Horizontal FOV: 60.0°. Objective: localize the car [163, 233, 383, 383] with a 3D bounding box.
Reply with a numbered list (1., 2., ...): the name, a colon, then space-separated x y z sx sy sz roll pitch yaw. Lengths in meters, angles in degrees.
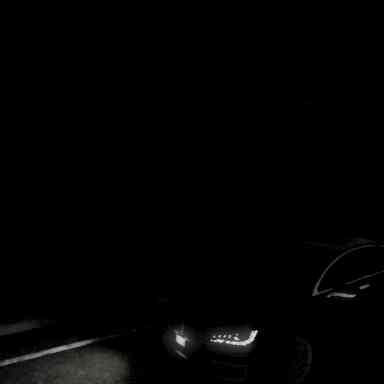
1. car: 1.887 1.484 5.242 4.892 1.490 1.837 0 0 -34
